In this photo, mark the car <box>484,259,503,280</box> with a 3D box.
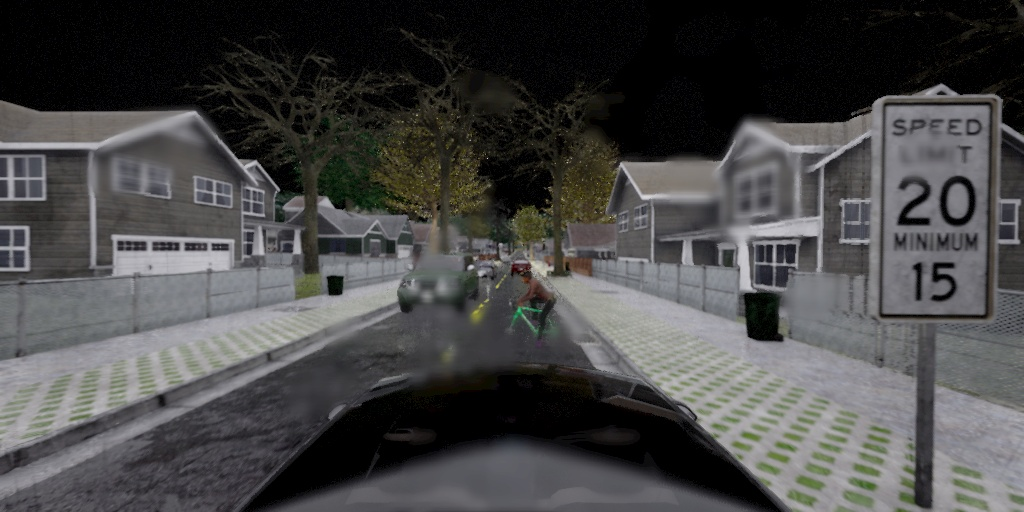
[{"bbox_3d":[-2.172,1.080,28.432,2.128,1.511,4.902,0,0,2],"label":"car"}]

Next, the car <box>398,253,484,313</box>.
[{"bbox_3d":[-2.570,0.886,13.912,2.150,2.045,5.566,0,1,1],"label":"car"}]

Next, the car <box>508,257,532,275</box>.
[{"bbox_3d":[0.911,1.046,34.944,1.882,1.535,5.008,0,0,1],"label":"car"}]

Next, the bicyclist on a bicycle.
[{"bbox_3d":[0.456,1.142,7.555,1.656,1.620,0.582,0,0,1],"label":"bicyclist on a bicycle"}]
